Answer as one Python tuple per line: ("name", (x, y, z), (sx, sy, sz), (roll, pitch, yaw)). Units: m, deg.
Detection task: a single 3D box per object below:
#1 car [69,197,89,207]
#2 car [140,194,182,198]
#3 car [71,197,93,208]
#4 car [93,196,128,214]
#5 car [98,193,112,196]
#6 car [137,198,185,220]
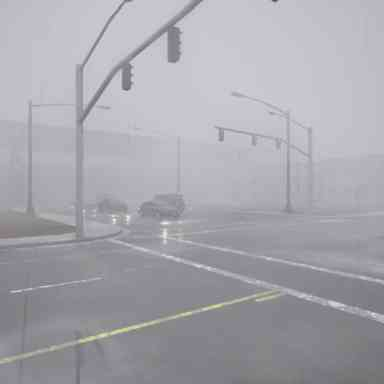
("car", (-18.312, 1.547, 54.198), (2.033, 1.411, 5.357), (0, 0, -7))
("car", (-2.924, 1.221, 34.601), (2.150, 2.045, 5.566), (0, 0, -35))
("car", (-14.258, 1.526, 44.301), (1.812, 1.442, 4.674), (0, 0, -32))
("car", (-8.696, 1.478, 36.345), (1.882, 1.535, 5.008), (0, 0, -36))
("car", (-15.180, 1.221, 58.787), (2.150, 2.045, 5.566), (-1, 0, 1))
("car", (-2.872, 1.505, 28.448), (1.837, 1.490, 4.892), (0, 0, -36))
